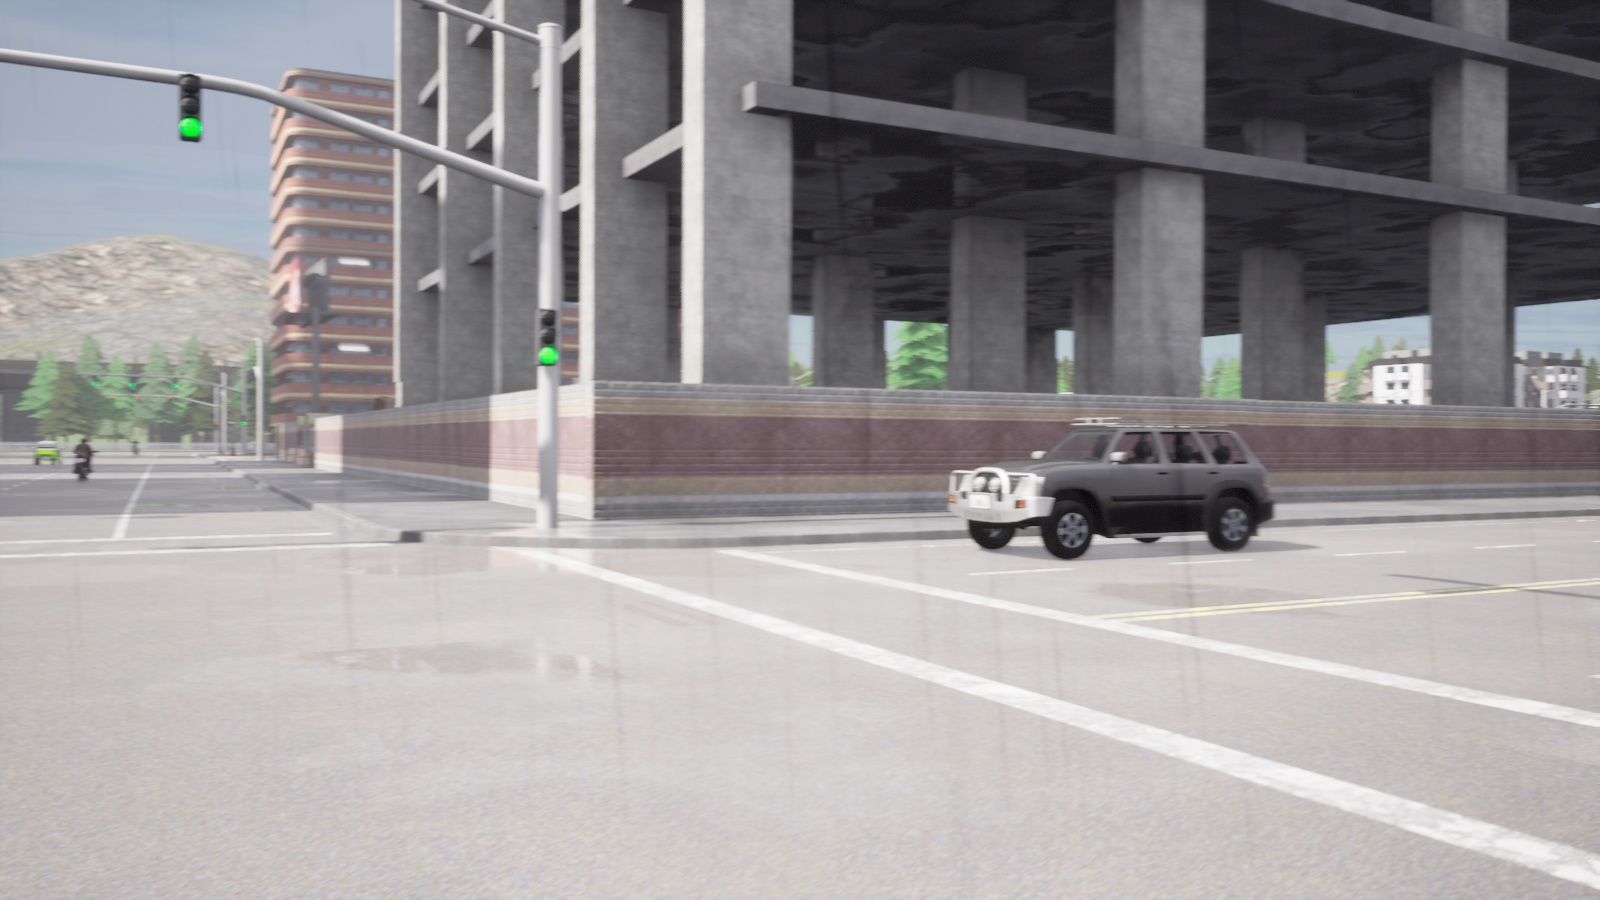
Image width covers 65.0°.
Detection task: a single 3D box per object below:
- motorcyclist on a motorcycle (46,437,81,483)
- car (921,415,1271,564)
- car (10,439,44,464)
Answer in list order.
[{"bbox_3d":[-24.883,0.310,42.428,0.797,1.523,2.044,0,1,-24],"label":"motorcyclist on a motorcycle"},{"bbox_3d":[4.160,0.491,17.518,4.605,1.855,1.932,0,0,-28],"label":"car"},{"bbox_3d":[-43.507,0.089,70.717,1.481,1.376,2.207,0,1,-27],"label":"car"}]
